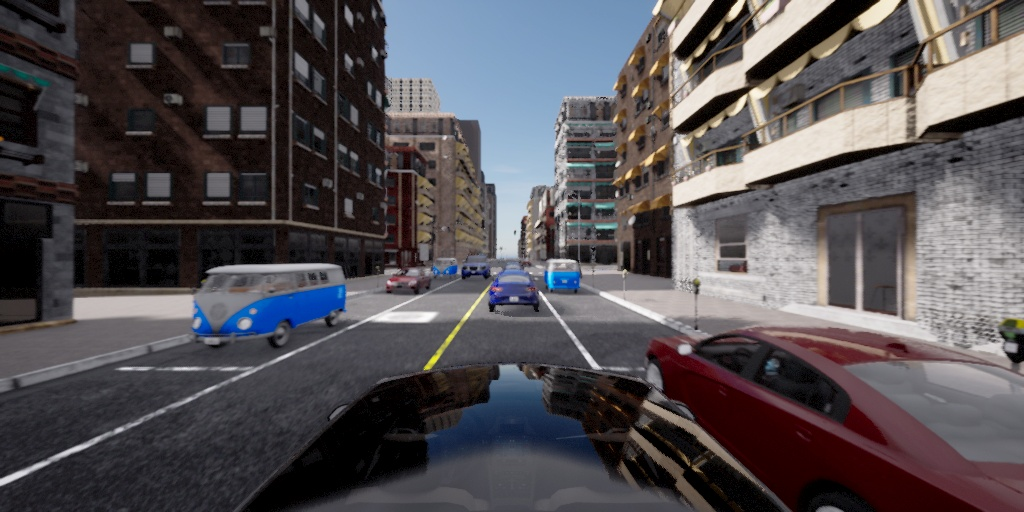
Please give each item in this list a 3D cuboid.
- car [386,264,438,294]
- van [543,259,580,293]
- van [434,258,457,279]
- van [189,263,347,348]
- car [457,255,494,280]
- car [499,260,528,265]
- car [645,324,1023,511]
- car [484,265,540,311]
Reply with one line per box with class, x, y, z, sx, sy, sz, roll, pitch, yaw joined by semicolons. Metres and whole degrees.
car;-5.683;1.317;20.170;1.802;1.307;4.207;0;0;0
van;2.697;1.075;20.162;1.690;1.789;3.998;0;0;0
van;-5.791;1.066;31.438;1.690;1.789;3.998;0;0;0
van;-5.688;1.085;8.897;1.690;1.789;3.998;0;0;0
car;-3.053;0.950;31.276;2.150;2.045;5.566;0;0;0
car;0.081;1.253;28.873;1.812;1.442;4.674;0;0;0
car;2.689;1.294;3.254;1.888;1.381;4.507;0;0;0
car;0.076;1.265;14.175;1.812;1.442;4.674;0;0;0
